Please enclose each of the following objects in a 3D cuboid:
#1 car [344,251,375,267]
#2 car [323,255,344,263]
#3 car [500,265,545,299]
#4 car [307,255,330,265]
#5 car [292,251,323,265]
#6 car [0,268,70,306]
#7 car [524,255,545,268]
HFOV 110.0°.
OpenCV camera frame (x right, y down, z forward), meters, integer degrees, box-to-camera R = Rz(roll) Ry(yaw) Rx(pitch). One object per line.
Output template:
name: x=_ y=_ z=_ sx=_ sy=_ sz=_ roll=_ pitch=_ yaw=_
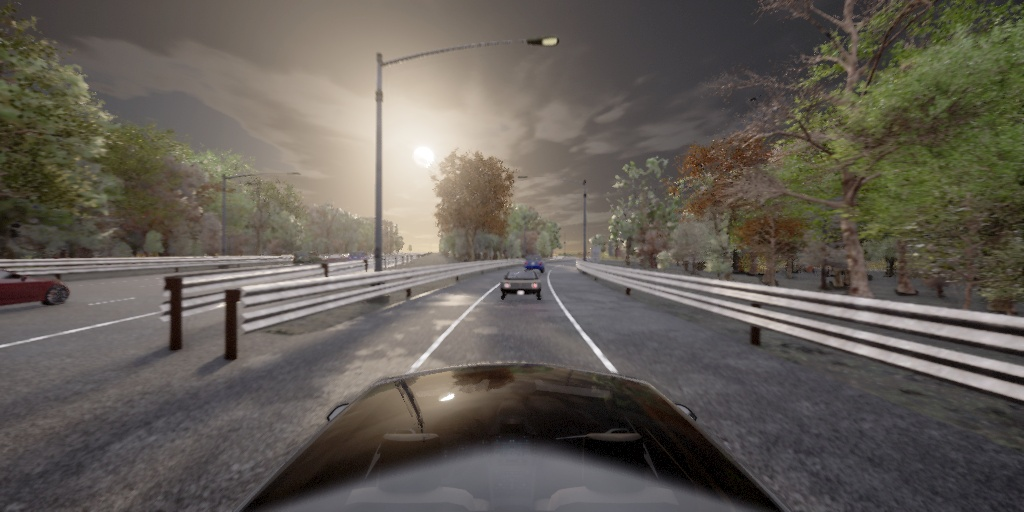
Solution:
car: x=-20.411 y=0.381 z=48.154 sx=2.150 sy=2.045 sz=5.566 roll=0 pitch=0 yaw=-12
car: x=-24.224 y=0.601 z=49.801 sx=1.882 sy=1.535 sz=5.008 roll=0 pitch=0 yaw=-14
car: x=0.507 y=1.332 z=17.954 sx=1.895 sy=1.301 sz=4.718 roll=0 pitch=0 yaw=3
car: x=-28.834 y=0.631 z=53.523 sx=1.994 sy=1.385 sz=4.181 roll=0 pitch=0 yaw=-12
car: x=-27.673 y=0.336 z=48.640 sx=2.150 sy=2.045 sz=5.566 roll=0 pitch=1 yaw=-11
car: x=-15.991 y=0.984 z=10.467 sx=1.812 sy=1.442 sz=4.674 roll=0 pitch=0 yaw=-12
car: x=2.617 y=0.913 z=41.404 sx=2.150 sy=2.045 sz=5.566 roll=0 pitch=0 yaw=8
